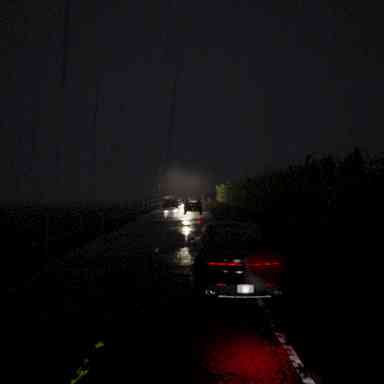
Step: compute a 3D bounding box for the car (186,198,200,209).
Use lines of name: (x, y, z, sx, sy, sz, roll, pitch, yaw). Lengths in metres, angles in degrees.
car: (0.127, 1.524, 45.787, 1.812, 1.442, 4.674, 0, 0, 0)

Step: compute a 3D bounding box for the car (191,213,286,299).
car: (0.973, 1.505, 8.444, 1.837, 1.490, 4.892, 0, 0, 0)

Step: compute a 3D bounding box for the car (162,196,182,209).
car: (-2.793, 1.562, 44.218, 1.994, 1.385, 4.181, 0, 0, 0)

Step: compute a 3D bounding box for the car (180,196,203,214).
car: (0.113, 1.489, 34.806, 2.128, 1.511, 4.902, 0, 0, 0)
